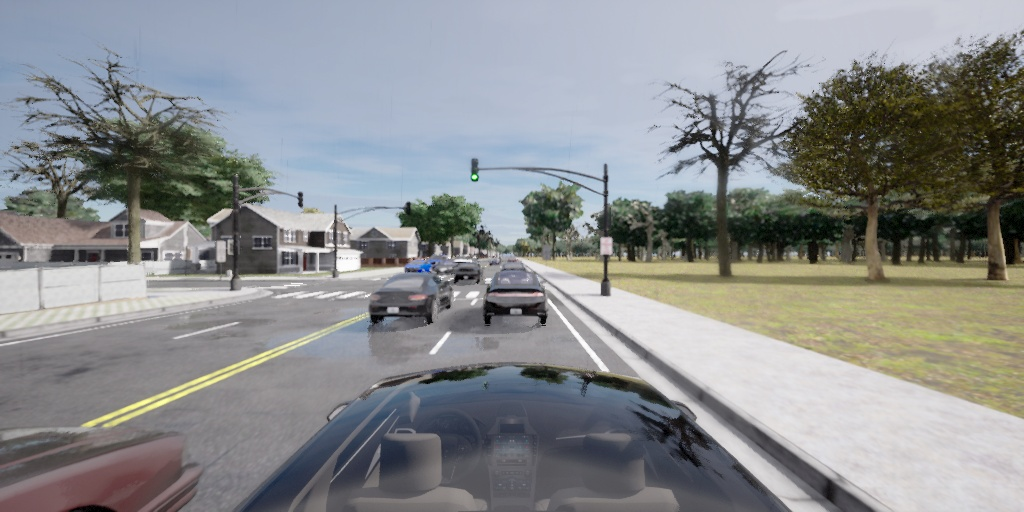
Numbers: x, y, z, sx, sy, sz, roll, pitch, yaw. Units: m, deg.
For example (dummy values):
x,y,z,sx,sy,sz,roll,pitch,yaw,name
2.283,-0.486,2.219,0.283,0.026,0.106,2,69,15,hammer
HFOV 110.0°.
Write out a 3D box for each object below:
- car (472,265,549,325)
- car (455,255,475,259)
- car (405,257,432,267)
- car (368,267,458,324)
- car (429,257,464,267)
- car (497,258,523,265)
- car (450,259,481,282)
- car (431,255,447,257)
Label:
x,y,z,sx,sy,sz,roll,pitch,yaw,name
0.099,1.222,11.736,2.128,1.511,4.902,0,0,0,car
-6.596,0.865,47.364,2.150,2.045,5.566,0,0,0,car
-9.838,1.148,37.783,1.882,1.535,5.008,0,0,1,car
-3.145,1.256,11.830,1.812,1.442,4.674,0,0,0,car
-6.602,1.165,36.698,2.128,1.511,4.902,0,0,0,car
0.096,1.176,27.030,1.882,1.535,5.008,0,0,0,car
-3.152,1.203,26.975,1.837,1.490,4.892,0,0,0,car
-9.841,0.865,47.587,2.150,2.045,5.566,0,0,0,car
